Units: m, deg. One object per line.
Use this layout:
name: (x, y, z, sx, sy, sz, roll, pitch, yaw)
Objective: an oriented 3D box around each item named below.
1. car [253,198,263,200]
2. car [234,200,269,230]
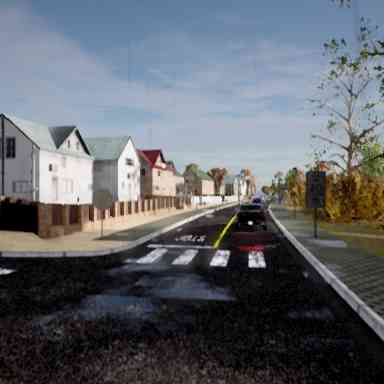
car: (10.118, 1.608, 51.196, 1.812, 1.442, 4.674, 0, 0, 14)
car: (3.755, 1.478, 21.139, 1.837, 1.490, 4.892, 0, 0, 10)
